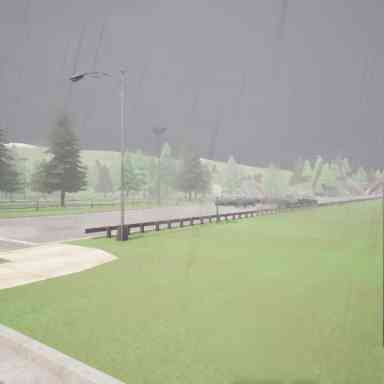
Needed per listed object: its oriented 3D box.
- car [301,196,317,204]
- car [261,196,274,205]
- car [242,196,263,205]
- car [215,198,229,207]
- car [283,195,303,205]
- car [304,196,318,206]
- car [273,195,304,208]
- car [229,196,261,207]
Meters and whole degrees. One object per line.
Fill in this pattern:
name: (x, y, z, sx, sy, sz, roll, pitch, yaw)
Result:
car: (23.097, 1.526, 65.753, 1.812, 1.442, 4.674, 0, 0, 35)
car: (13.919, 1.492, 58.913, 2.128, 1.511, 4.902, 0, 0, 35)
car: (11.051, 1.478, 60.919, 1.882, 1.535, 5.008, 0, 0, 35)
car: (5.390, 1.564, 52.719, 1.994, 1.385, 4.181, 0, 0, 35)
car: (17.602, 1.352, 57.900, 2.097, 1.767, 4.553, 0, 0, 35)
car: (19.181, 1.505, 54.223, 1.837, 1.490, 4.892, 0, 0, 35)
car: (13.319, 1.505, 45.761, 1.837, 1.490, 4.892, 0, 0, 35)
car: (8.087, 1.491, 50.483, 2.128, 1.511, 4.902, 0, 0, 35)
